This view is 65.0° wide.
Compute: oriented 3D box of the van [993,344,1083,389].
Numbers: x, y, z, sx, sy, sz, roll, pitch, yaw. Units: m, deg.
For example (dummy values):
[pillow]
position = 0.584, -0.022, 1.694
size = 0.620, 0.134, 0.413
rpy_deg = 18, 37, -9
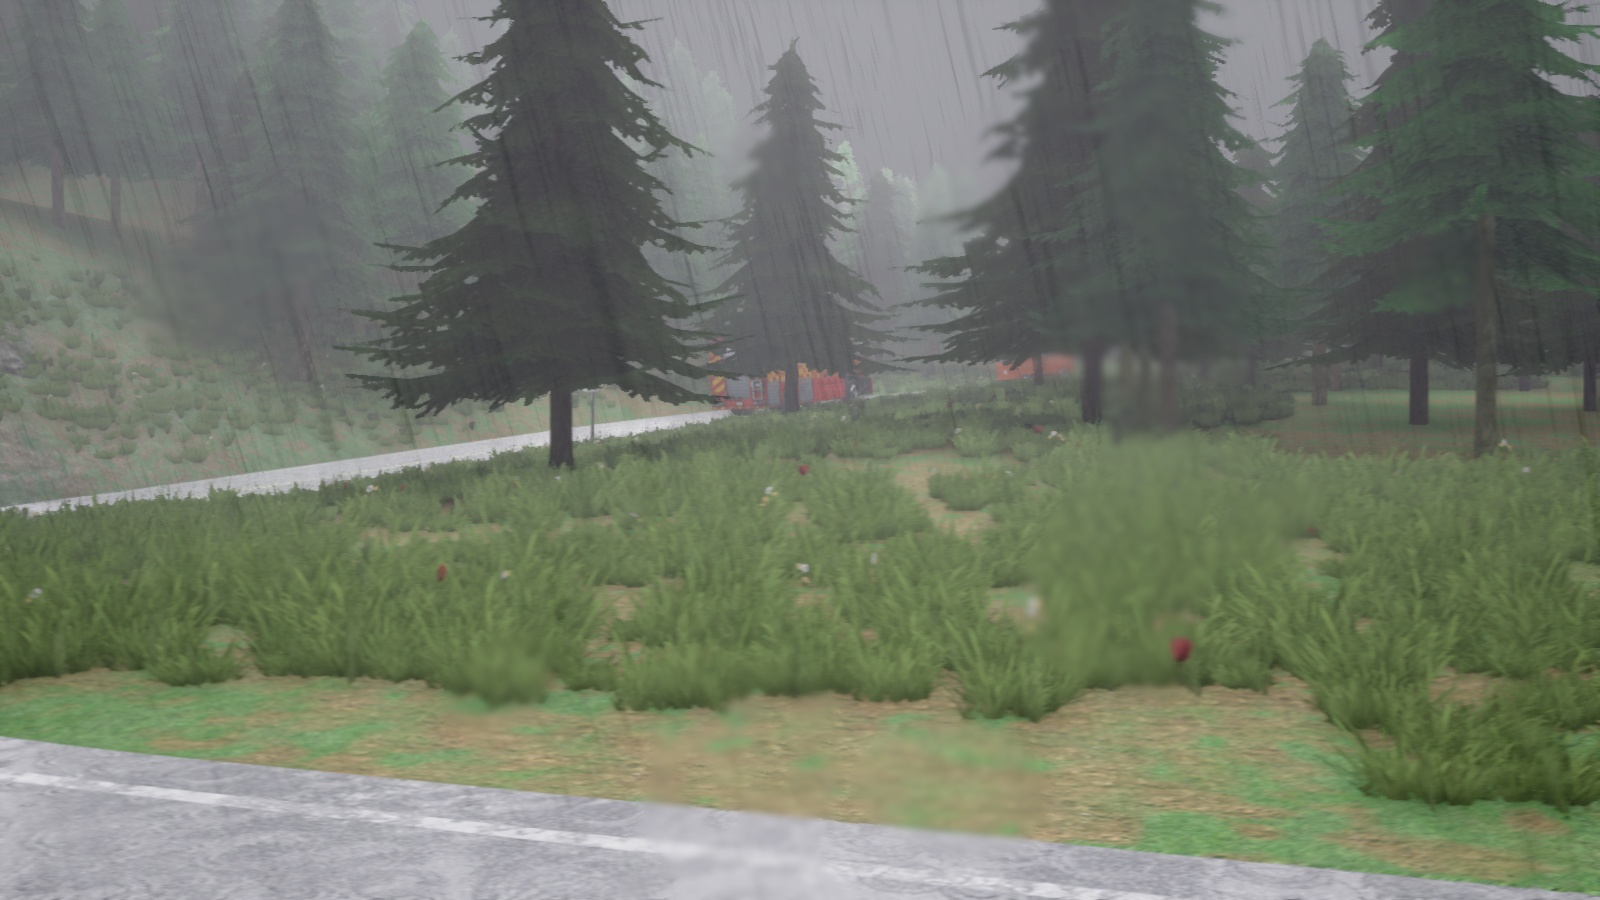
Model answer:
[van]
position = 12.351, -4.334, 65.156
size = 4.442, 1.987, 1.775
rpy_deg = -6, 4, -31

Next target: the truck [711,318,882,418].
[truck]
position = 0.036, -3.640, 54.445
size = 2.891, 3.827, 8.468
rpy_deg = 0, 6, 35
